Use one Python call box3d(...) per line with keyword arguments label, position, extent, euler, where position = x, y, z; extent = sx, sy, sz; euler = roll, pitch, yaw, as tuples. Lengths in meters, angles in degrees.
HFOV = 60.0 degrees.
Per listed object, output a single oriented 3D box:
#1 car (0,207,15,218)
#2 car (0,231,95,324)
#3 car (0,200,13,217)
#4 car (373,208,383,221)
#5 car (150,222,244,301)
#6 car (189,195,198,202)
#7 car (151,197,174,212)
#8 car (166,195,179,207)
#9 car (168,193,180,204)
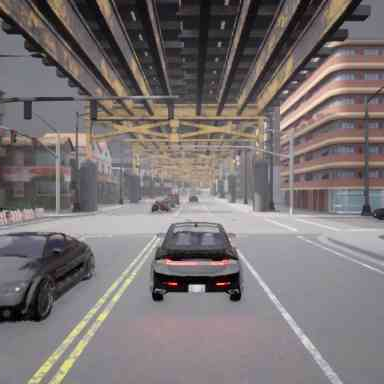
box3d(label="car", position=(-16.666, 1.453, 26.004), extent=(4.974, 1.542, 2.038), euler=(0, 0, -20))
box3d(label="car", position=(-3.558, 1.564, 7.116), extent=(1.994, 1.385, 4.181), euler=(0, 0, 0))
box3d(label="car", position=(-16.715, 1.295, 25.986), extent=(4.536, 1.218, 1.853), euler=(0, 0, -20))
box3d(label="car", position=(16.460, 1.478, 25.313), extent=(5.008, 1.535, 1.882), euler=(0, 0, 0))
box3d(label="car", position=(0.103, 1.492, 8.309), extent=(2.128, 1.511, 4.902), euler=(0, 0, 0))
box3d(label="car", position=(0.297, 1.426, 72.790), extent=(1.812, 1.442, 4.674), euler=(0, 1, 0))
box3d(label="car", position=(-3.466, 1.601, 37.972), extent=(1.895, 1.301, 4.718), euler=(0, 0, 1))
box3d(label="car", position=(-3.415, 1.547, 48.339), extent=(2.033, 1.411, 5.357), euler=(0, 0, 0))
box3d(label="car", position=(-3.354, 1.204, 59.031), extent=(2.150, 2.045, 5.566), euler=(0, 0, 1))
